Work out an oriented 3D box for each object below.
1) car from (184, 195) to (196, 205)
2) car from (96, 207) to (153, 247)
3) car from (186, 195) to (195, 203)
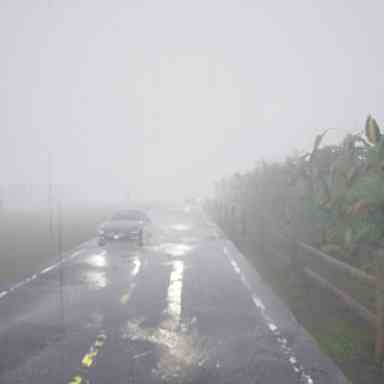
[{"bbox_3d":[-0.410,1.466,57.768,1.837,1.490,4.892,0,0,0],"label":"car"},{"bbox_3d":[-2.885,1.498,15.114,1.837,1.490,4.892,0,-1,0],"label":"car"},{"bbox_3d":[-0.313,1.379,68.163,1.837,1.490,4.892,0,0,1],"label":"car"}]
